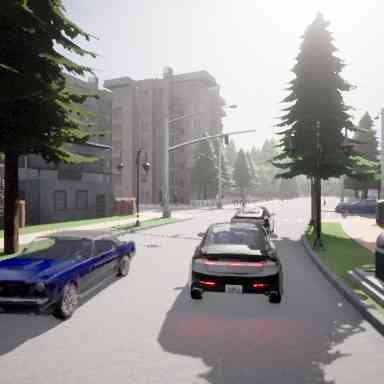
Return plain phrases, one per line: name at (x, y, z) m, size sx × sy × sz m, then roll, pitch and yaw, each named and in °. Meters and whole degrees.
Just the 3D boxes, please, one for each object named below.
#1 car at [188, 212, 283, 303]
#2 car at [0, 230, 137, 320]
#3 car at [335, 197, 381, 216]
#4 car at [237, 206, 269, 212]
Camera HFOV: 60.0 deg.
car at (1.104, 1.491, 8.260) m, size 2.128 × 1.511 × 4.902 m, roll 0°, pitch 0°, yaw 9°
car at (-2.832, 1.600, 7.532) m, size 1.895 × 1.301 × 4.718 m, roll 0°, pitch 0°, yaw 8°
car at (16.466, 1.496, 31.873) m, size 5.008 × 1.535 × 1.882 m, roll 0°, pitch 0°, yaw 23°
car at (3.231, 1.491, 17.367) m, size 2.128 × 1.511 × 4.902 m, roll 0°, pitch 0°, yaw 18°
